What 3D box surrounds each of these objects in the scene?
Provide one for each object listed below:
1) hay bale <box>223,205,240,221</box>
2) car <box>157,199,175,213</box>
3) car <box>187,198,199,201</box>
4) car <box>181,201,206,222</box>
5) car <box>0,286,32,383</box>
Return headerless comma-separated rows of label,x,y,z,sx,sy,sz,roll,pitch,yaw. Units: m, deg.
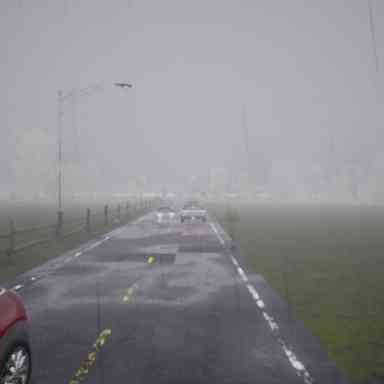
hay bale,3.132,1.655,26.563,1.220,1.180,1.240,0,1,0
car,-2.841,1.537,37.629,2.033,1.411,5.357,0,0,0
car,0.102,1.487,42.828,1.837,1.490,4.892,0,0,0
car,0.098,1.600,26.317,1.895,1.301,4.718,0,0,0
car,-2.843,1.352,1.798,2.097,1.767,4.553,0,0,0
